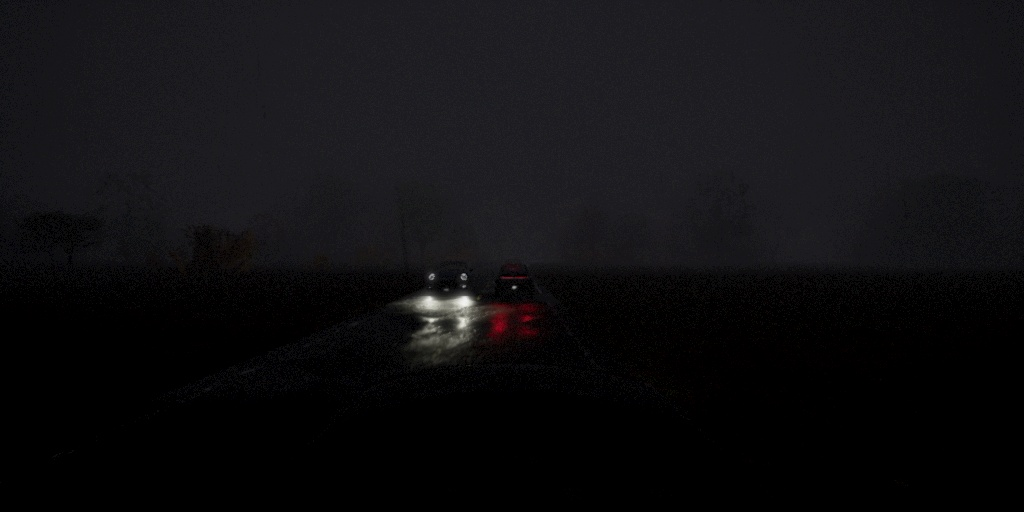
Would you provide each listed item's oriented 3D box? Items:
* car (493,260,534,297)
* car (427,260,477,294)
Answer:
[{"bbox_3d":[0.096,1.148,18.008,2.128,1.511,4.902,0,0,0],"label":"car"},{"bbox_3d":[-3.101,1.001,19.233,2.097,1.767,4.553,0,0,0],"label":"car"}]
